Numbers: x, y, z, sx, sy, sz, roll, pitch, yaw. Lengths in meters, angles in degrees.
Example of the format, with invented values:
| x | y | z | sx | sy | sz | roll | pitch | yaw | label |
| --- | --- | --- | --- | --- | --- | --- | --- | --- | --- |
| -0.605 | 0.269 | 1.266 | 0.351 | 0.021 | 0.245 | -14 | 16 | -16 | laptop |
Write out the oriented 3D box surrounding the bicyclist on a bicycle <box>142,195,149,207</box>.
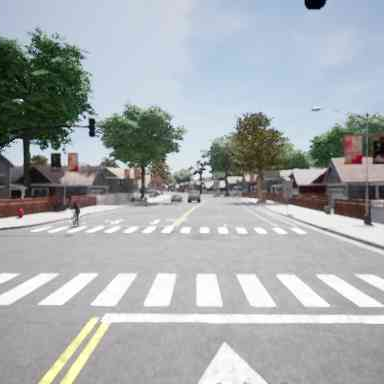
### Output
| x | y | z | sx | sy | sz | roll | pitch | yaw | label |
| --- | --- | --- | --- | --- | --- | --- | --- | --- | --- |
| -6.133 | 1.217 | 44.159 | 0.866 | 1.612 | 1.509 | 0 | 0 | 2 | bicyclist on a bicycle |

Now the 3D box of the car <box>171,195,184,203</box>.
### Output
| x | y | z | sx | sy | sz | roll | pitch | yaw | label |
| --- | --- | --- | --- | --- | --- | --- | --- | --- | --- |
| -2.777 | 1.198 | 61.585 | 1.812 | 1.442 | 4.674 | 0 | 0 | 5 | car |

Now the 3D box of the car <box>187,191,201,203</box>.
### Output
| x | y | z | sx | sy | sz | roll | pitch | yaw | label |
| --- | --- | --- | --- | --- | --- | --- | --- | --- | --- |
| 0.461 | 0.888 | 61.309 | 2.150 | 2.045 | 5.566 | 0 | 0 | 5 | car |

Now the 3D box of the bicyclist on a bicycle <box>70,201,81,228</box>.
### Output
| x | y | z | sx | sy | sz | roll | pitch | yaw | label |
| --- | --- | --- | --- | --- | --- | --- | --- | --- | --- |
| -7.139 | 1.379 | 20.457 | 0.582 | 1.620 | 1.656 | 0 | 1 | 2 | bicyclist on a bicycle |
